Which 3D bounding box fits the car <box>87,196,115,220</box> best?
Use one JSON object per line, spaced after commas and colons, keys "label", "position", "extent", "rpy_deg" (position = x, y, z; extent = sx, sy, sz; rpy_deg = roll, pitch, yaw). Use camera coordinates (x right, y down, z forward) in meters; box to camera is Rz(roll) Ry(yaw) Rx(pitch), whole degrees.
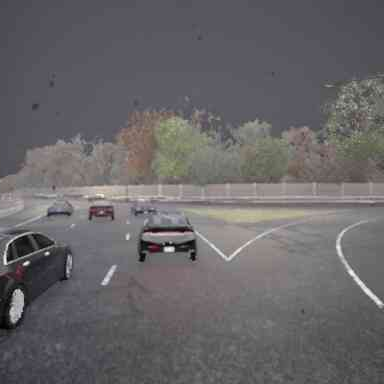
{"label": "car", "position": [-7.347, 1.355, 27.124], "extent": [1.882, 1.535, 5.008], "rpy_deg": [0, 0, -15]}

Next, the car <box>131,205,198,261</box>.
{"label": "car", "position": [-0.938, 1.431, 12.022], "extent": [2.128, 1.511, 4.902], "rpy_deg": [0, 0, -6]}

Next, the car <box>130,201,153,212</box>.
{"label": "car", "position": [-4.509, 1.454, 30.215], "extent": [1.895, 1.301, 4.718], "rpy_deg": [0, 0, -15]}

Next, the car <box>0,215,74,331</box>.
{"label": "car", "position": [-3.854, 1.480, 6.733], "extent": [1.837, 1.490, 4.892], "rpy_deg": [0, 0, -4]}

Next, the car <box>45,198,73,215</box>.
{"label": "car", "position": [-11.736, 1.440, 29.784], "extent": [1.994, 1.385, 4.181], "rpy_deg": [0, 0, -17]}

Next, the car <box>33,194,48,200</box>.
{"label": "car", "position": [-38.361, 1.261, 83.980], "extent": [4.718, 1.301, 1.895], "rpy_deg": [0, 0, 42]}
